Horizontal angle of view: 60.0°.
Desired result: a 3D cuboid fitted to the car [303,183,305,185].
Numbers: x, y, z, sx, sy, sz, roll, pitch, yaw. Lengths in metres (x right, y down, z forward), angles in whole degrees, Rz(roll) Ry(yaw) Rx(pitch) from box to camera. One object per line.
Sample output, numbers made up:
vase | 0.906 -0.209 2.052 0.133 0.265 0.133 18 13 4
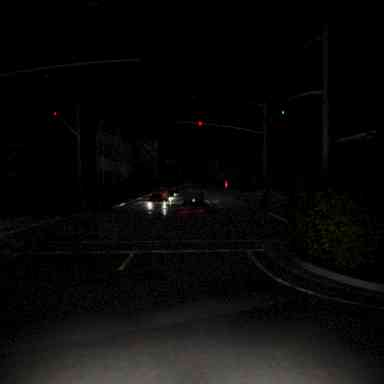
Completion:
car | 18.891 -0.874 59.132 1.970 1.475 3.806 -1 2 0

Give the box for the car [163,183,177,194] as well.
car | -3.727 -0.643 57.572 2.097 1.767 4.553 -1 2 0

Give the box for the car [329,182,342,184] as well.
car | 25.306 -1.035 59.484 2.152 1.636 5.027 -1 2 0

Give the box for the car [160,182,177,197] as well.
car | -3.740 -0.434 47.682 2.150 2.045 5.566 -1 2 0

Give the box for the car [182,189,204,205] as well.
car | 0.108 0.411 30.642 1.812 1.442 4.674 -1 2 -1

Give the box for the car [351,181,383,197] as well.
car | 22.259 -0.462 42.093 1.932 1.855 4.605 -1 2 0

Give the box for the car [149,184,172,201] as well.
car | -3.717 0.162 37.765 1.882 1.535 5.008 -1 2 0

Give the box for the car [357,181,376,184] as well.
car | 19.014 -0.177 34.213 1.905 1.878 3.866 -1 2 0

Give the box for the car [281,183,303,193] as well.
car | 15.267 -0.526 52.071 2.007 1.523 4.514 -1 2 0
